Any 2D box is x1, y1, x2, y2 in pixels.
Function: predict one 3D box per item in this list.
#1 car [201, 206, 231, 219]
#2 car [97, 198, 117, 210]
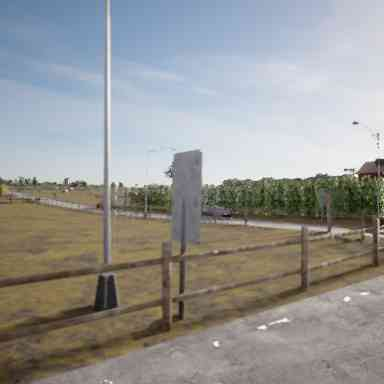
[{"bbox_3d":[2.319,2.222,36.200,1.994,1.385,4.181,2,-3,-35],"label":"car"},{"bbox_3d":[-15.823,2.219,61.645,2.150,2.045,5.566,2,-1,-35],"label":"car"}]
